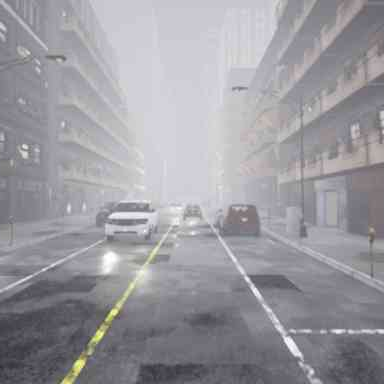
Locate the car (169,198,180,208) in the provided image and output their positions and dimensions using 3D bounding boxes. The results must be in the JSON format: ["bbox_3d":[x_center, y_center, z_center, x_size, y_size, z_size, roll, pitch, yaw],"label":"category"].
[{"bbox_3d":[-3.028,2.301,63.352,1.994,1.385,4.181,0,-1,0],"label":"car"}]

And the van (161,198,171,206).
[{"bbox_3d":[-5.831,2.211,74.899,1.690,1.788,3.998,1,-1,0],"label":"van"}]

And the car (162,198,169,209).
[{"bbox_3d":[-5.660,2.229,58.276,2.008,1.369,4.403,1,-1,0],"label":"car"}]

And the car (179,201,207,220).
[{"bbox_3d":[0.070,1.924,32.102,2.033,1.411,5.357,0,-1,0],"label":"car"}]

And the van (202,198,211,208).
[{"bbox_3d":[2.689,2.084,63.874,1.690,1.788,3.998,1,-1,0],"label":"van"}]

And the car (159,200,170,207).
[{"bbox_3d":[-5.664,2.372,69.356,1.947,1.339,4.313,1,-1,0],"label":"car"}]

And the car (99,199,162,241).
[{"bbox_3d":[-3.106,1.439,18.233,2.150,2.045,5.566,0,-1,0],"label":"car"}]

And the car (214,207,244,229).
[{"bbox_3d":[2.697,1.877,25.091,1.802,1.307,4.206,1,-1,0],"label":"car"}]

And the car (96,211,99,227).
[{"bbox_3d":[-5.679,1.610,25.040,2.192,1.841,5.009,1,-1,0],"label":"car"}]

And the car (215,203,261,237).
[{"bbox_3d":[2.703,1.546,19.555,2.192,1.841,5.009,1,-1,0],"label":"car"}]
